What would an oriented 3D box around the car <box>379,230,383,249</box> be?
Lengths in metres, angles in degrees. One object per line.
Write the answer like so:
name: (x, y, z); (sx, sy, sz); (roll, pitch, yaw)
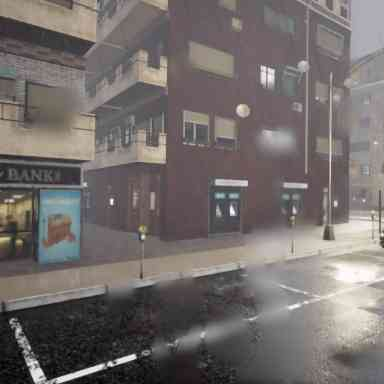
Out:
car: (9.086, 1.553, 13.120); (4.403, 1.369, 2.008); (0, 1, -35)
